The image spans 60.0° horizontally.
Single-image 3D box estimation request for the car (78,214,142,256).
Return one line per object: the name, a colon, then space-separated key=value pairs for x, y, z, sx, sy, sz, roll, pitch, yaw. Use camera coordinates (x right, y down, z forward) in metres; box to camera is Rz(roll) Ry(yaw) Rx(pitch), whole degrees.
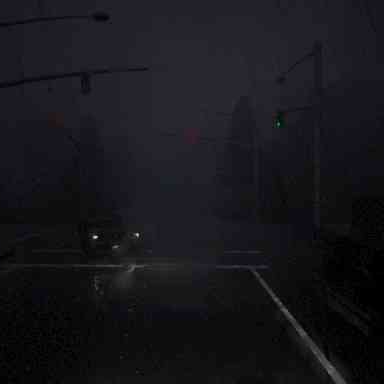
car: x=-3.442 y=1.601 z=13.428 sx=1.895 sy=1.301 sz=4.718 roll=0 pitch=0 yaw=-24
